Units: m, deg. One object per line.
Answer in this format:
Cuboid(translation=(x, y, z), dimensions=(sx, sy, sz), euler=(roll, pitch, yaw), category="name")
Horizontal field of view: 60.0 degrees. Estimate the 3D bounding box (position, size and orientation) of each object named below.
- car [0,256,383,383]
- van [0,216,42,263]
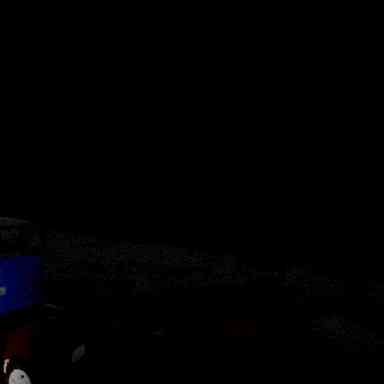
Cuboid(translation=(0.088, 1.533, 2.904), dimensions=(4.507, 1.381, 1.887), euler=(1, 0, 35), category="car")
Cuboid(translation=(-4.471, 1.283, 6.157), dimensions=(3.998, 1.788, 1.690), euler=(1, 0, 35), category="van")
